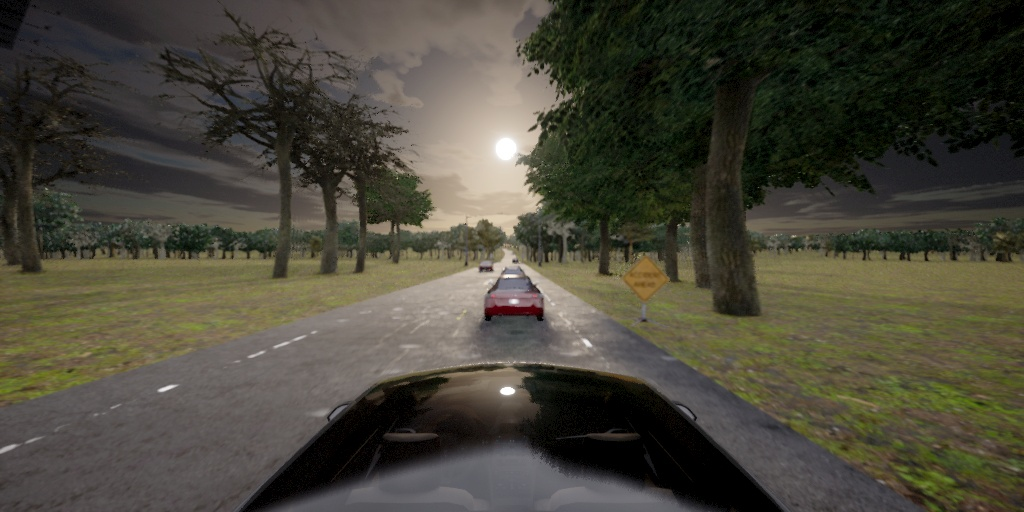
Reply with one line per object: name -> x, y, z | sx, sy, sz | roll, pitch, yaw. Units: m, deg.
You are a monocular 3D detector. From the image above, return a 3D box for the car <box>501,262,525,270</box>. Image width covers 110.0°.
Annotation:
car -> 0.081, 1.421, 28.052 | 1.994, 1.385, 4.181 | 0, 0, 0

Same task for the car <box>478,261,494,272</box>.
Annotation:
car -> -3.566, 1.382, 49.689 | 1.882, 1.535, 5.008 | 0, 0, 0

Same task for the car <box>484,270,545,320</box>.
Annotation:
car -> 0.076, 1.363, 12.927 | 1.994, 1.385, 4.181 | 0, 0, 0

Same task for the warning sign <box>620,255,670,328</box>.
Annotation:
warning sign -> 3.552, 0.900, 9.728 | 1.300, 1.860, 1.060 | 0, 0, 0
